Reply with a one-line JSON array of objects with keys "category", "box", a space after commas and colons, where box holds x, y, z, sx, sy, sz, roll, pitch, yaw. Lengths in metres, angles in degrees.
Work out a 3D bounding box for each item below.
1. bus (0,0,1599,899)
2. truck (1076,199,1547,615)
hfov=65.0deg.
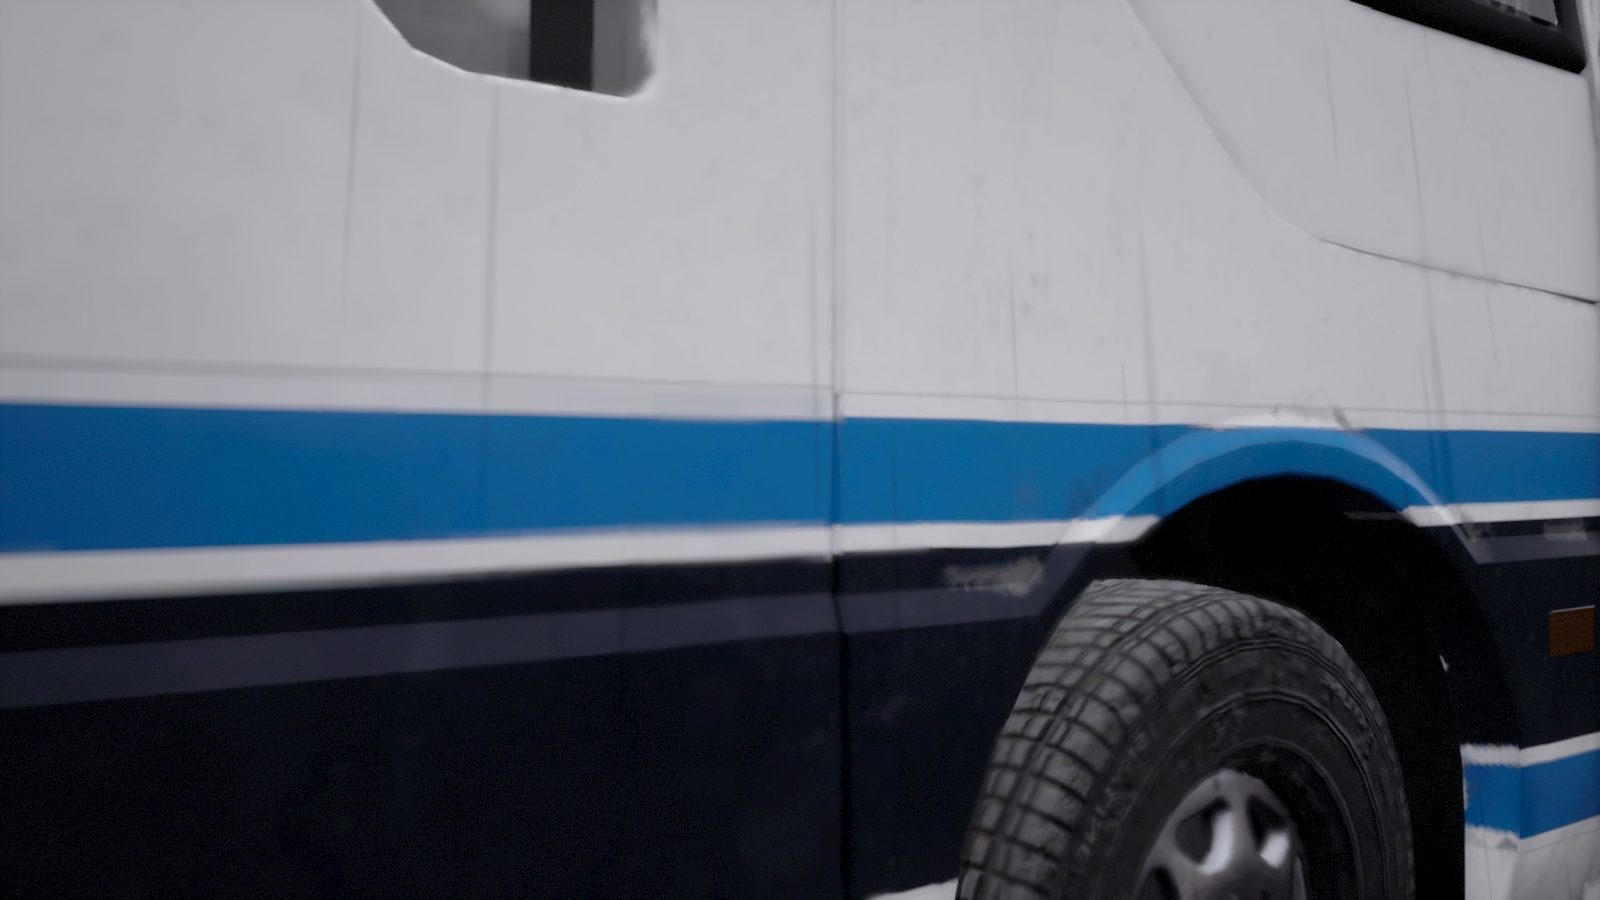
[{"category": "bus", "box": [-2.627, -0.619, 1.760, 10.273, 4.253, 3.944, 0, 0, -32]}, {"category": "truck", "box": [6.823, -0.389, 15.700, 2.891, 3.827, 8.468, 0, 0, 41]}]
